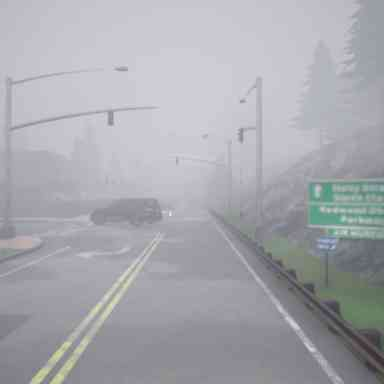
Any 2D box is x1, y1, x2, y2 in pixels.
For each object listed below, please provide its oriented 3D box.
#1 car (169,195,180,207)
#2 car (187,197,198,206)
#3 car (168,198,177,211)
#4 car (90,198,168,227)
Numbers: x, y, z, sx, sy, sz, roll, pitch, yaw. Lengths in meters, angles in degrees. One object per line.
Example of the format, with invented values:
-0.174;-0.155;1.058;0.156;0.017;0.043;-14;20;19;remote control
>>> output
-3.482;1.675;62.820;2.150;2.045;5.566;0;0;1;car
0.045;1.827;68.036;2.097;1.767;4.553;0;0;0;car
-3.550;1.904;46.948;1.994;1.385;4.181;0;0;0;car
-4.932;1.469;24.926;5.566;2.045;2.150;-1;-2;24;car
